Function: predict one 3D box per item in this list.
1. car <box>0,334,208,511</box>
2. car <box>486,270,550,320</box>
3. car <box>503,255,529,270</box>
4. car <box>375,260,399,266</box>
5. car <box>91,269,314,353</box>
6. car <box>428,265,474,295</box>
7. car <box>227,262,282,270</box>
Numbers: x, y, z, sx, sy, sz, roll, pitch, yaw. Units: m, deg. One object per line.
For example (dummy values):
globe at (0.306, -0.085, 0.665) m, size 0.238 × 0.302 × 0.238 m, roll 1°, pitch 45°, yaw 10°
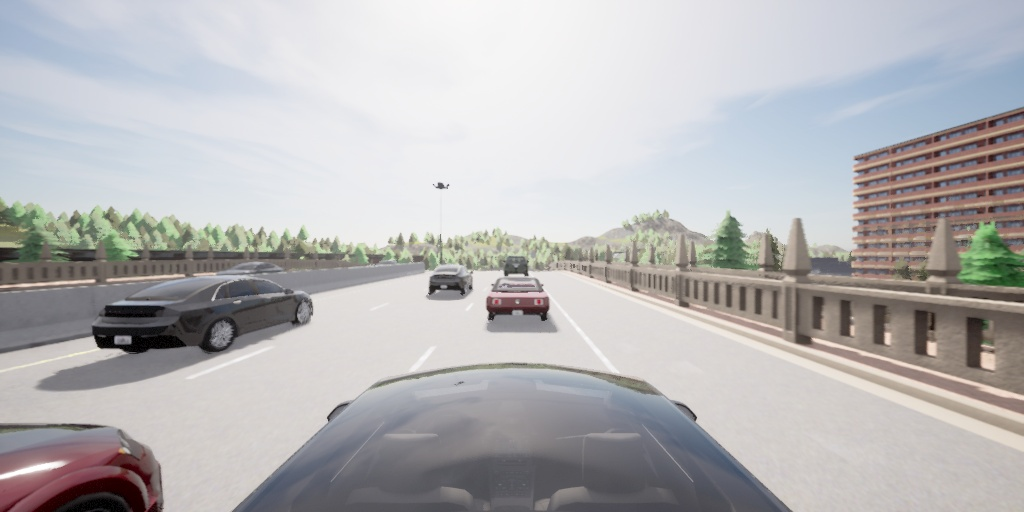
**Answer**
car at (-3.316, 1.305, 0.635) m, size 1.994 × 1.385 × 4.181 m, roll 0°, pitch 0°, yaw -1°
car at (0.185, 1.345, 12.531) m, size 1.895 × 1.301 × 4.718 m, roll 0°, pitch 0°, yaw 0°
car at (0.368, 0.953, 32.720) m, size 2.150 × 2.045 × 5.566 m, roll 0°, pitch 0°, yaw 1°
car at (-13.674, 1.242, 39.289) m, size 1.837 × 1.490 × 4.892 m, roll 0°, pitch 0°, yaw 1°
car at (-6.829, 1.231, 8.726) m, size 1.837 × 1.490 × 4.892 m, roll 0°, pitch 0°, yaw 0°
car at (-3.250, 1.234, 19.662) m, size 1.837 × 1.490 × 4.892 m, roll 0°, pitch 0°, yaw 0°
car at (-17.355, 1.192, 23.921) m, size 1.837 × 1.490 × 4.892 m, roll 0°, pitch 0°, yaw 1°
